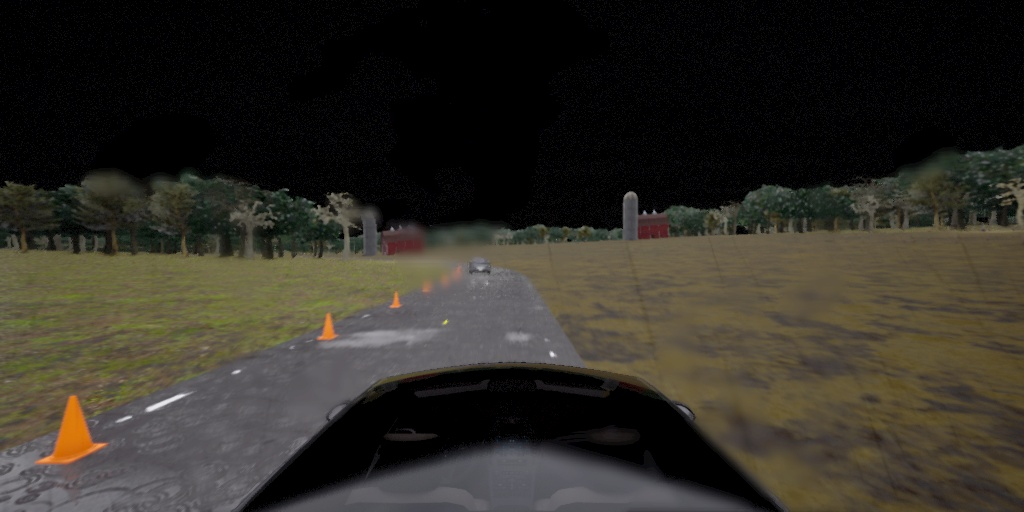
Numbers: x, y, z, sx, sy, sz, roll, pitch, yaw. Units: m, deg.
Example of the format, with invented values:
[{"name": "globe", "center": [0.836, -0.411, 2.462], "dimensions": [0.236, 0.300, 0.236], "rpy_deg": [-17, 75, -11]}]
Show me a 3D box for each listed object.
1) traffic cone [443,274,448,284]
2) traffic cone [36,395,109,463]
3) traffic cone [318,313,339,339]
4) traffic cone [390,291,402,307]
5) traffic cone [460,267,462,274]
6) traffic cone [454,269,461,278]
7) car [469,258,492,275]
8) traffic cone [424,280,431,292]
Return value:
[{"name": "traffic cone", "center": [-4.360, 1.509, 23.624], "dimensions": [0.340, 0.580, 0.340], "rpy_deg": [0, 0, 0]}, {"name": "traffic cone", "center": [-4.427, 1.704, 3.622], "dimensions": [0.340, 0.580, 0.340], "rpy_deg": [0, 0, 0]}, {"name": "traffic cone", "center": [-4.410, 1.661, 8.623], "dimensions": [0.340, 0.580, 0.340], "rpy_deg": [0, 0, 0]}, {"name": "traffic cone", "center": [-4.394, 1.614, 13.623], "dimensions": [0.340, 0.580, 0.340], "rpy_deg": [0, 0, 0]}, {"name": "traffic cone", "center": [-4.805, 1.399, 33.353], "dimensions": [0.340, 0.580, 0.340], "rpy_deg": [0, 0, -6]}, {"name": "traffic cone", "center": [-4.451, 1.455, 28.501], "dimensions": [0.340, 0.580, 0.340], "rpy_deg": [0, 0, -3]}, {"name": "car", "center": [-2.979, 0.921, 33.743], "dimensions": [2.128, 1.511, 4.902], "rpy_deg": [0, 1, -6]}, {"name": "traffic cone", "center": [-4.377, 1.563, 18.623], "dimensions": [0.340, 0.580, 0.340], "rpy_deg": [0, 0, 0]}]
